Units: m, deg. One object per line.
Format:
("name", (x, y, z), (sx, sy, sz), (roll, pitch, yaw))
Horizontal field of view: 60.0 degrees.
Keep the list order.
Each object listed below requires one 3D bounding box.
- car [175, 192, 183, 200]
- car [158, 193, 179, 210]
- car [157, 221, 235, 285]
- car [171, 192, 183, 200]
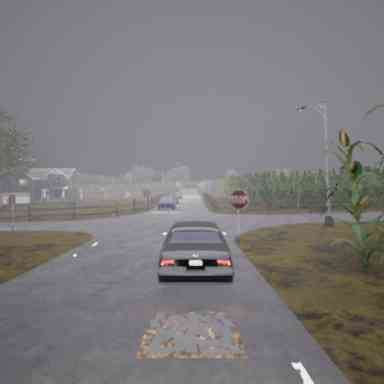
("car", (-2.847, 1.117, 49.473), (2.033, 1.411, 5.357), (0, 1, 0))
("car", (-2.857, 1.239, 38.844), (1.882, 1.535, 5.008), (0, 1, 0))
("car", (0.081, 1.549, 9.595), (2.033, 1.411, 5.357), (0, 0, 0))
("car", (-2.822, 0.771, 63.245), (1.994, 1.385, 4.181), (0, 2, 0))
